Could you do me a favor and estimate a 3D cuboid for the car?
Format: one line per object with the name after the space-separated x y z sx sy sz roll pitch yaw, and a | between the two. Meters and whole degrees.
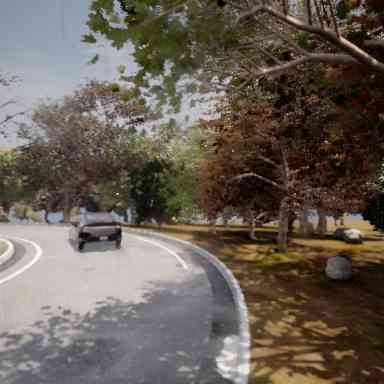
-4.709 1.709 15.901 2.128 1.511 4.902 0 -1 -26 | car
